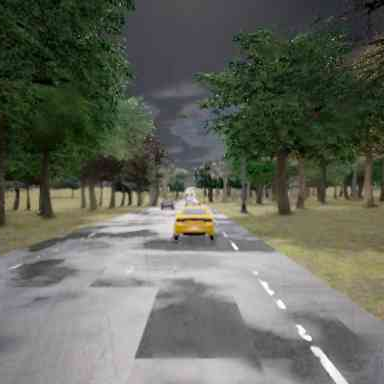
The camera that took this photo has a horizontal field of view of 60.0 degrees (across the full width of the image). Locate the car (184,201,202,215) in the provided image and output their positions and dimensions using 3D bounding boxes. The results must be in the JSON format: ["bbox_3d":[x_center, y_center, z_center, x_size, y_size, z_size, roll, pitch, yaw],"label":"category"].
[{"bbox_3d":[0.100,1.714,36.771,1.895,1.301,4.718,0,-1,0],"label":"car"}]

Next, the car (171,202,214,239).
[{"bbox_3d":[0.099,1.475,17.351,1.882,1.535,5.008,0,0,0],"label":"car"}]

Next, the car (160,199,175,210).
[{"bbox_3d":[-3.500,1.766,47.953,1.837,1.490,4.892,0,-1,0],"label":"car"}]
